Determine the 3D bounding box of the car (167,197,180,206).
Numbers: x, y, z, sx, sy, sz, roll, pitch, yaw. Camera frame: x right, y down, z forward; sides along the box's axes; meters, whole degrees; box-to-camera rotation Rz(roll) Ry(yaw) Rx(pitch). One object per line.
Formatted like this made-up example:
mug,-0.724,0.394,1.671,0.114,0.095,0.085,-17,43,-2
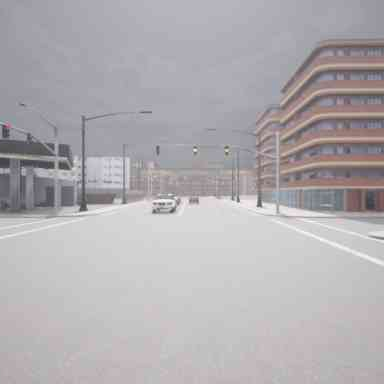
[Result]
car,-3.118,1.547,57.720,2.033,1.411,5.357,0,0,0

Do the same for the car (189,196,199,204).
car,0.344,1.491,63.768,2.128,1.511,4.902,0,0,0

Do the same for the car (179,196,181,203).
car,-3.102,1.547,47.406,2.033,1.411,5.357,0,0,0

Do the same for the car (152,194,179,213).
car,-3.038,1.221,37.110,2.150,2.045,5.566,0,0,2

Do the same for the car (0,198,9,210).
car,-23.944,1.455,39.459,3.806,1.475,1.970,0,0,1

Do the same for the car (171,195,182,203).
car,-3.183,1.491,68.049,2.128,1.511,4.902,0,0,0
